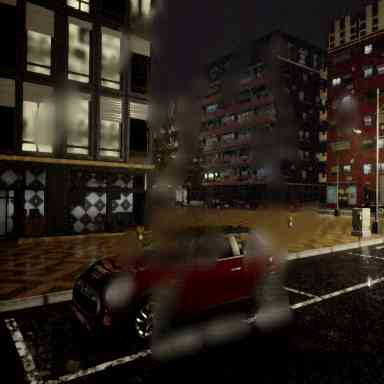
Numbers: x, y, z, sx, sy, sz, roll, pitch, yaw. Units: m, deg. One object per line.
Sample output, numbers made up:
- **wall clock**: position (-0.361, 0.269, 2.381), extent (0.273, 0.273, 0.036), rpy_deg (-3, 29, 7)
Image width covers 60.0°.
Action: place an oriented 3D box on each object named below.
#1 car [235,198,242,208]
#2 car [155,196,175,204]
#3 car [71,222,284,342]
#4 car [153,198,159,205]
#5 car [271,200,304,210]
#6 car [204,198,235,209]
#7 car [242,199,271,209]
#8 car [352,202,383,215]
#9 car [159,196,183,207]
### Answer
- **car**: position (6.943, 1.725, 55.298), extent (1.967, 1.590, 4.097), rpy_deg (1, -1, -35)
- **car**: position (-6.121, 1.724, 73.842), extent (2.192, 1.841, 5.009), rpy_deg (1, -1, -35)
- **car**: position (-0.151, 1.441, 6.430), extent (4.097, 1.590, 1.967), rpy_deg (0, 1, -35)
- **car**: position (-6.443, 1.763, 59.746), extent (1.887, 1.381, 4.507), rpy_deg (1, -1, -35)
- **car**: position (13.475, 1.806, 46.026), extent (1.802, 1.307, 4.206), rpy_deg (1, -1, -35)
- **car**: position (3.355, 1.677, 45.839), extent (2.008, 1.369, 4.403), rpy_deg (1, -1, -35)
- **car**: position (10.209, 1.799, 50.662), extent (1.887, 1.381, 4.507), rpy_deg (1, -1, -35)
- **car**: position (20.007, 1.730, 36.755), extent (1.947, 1.339, 4.313), rpy_deg (1, -1, -35)
- **car**: position (-3.177, 1.732, 55.110), extent (1.887, 1.381, 4.507), rpy_deg (1, -1, -35)
